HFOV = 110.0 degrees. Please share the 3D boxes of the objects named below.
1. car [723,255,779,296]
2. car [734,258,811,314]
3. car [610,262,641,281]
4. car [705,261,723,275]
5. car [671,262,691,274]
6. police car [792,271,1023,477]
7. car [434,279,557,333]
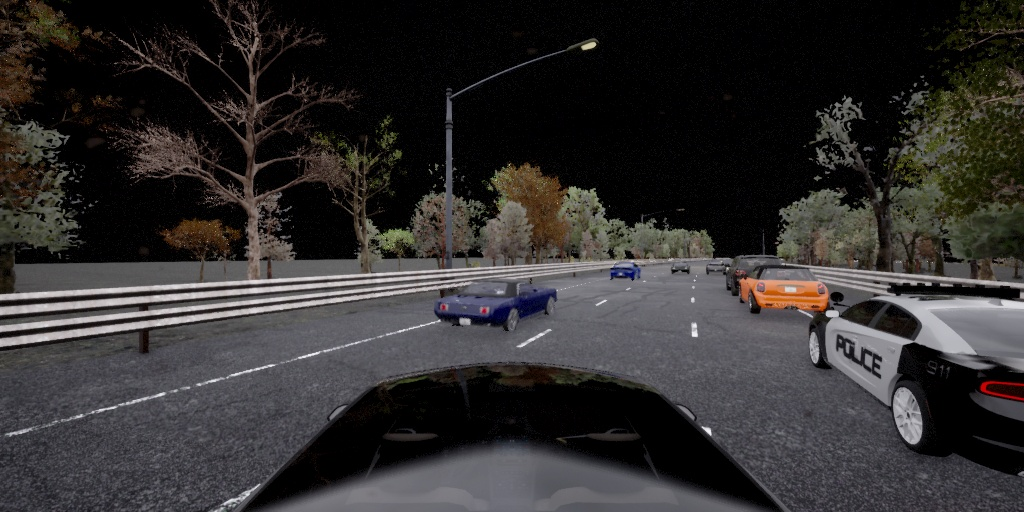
[{"bbox_3d":[12.609,0.978,18.758,2.150,2.045,5.566,0,0,27],"label":"car"},{"bbox_3d":[9.906,1.102,13.419,2.097,1.767,4.553,0,0,27],"label":"car"},{"bbox_3d":[9.695,1.236,30.361,1.882,1.535,5.008,0,0,28],"label":"car"},{"bbox_3d":[22.372,1.262,39.341,2.128,1.511,4.902,0,0,29],"label":"car"},{"bbox_3d":[19.259,1.370,40.818,1.895,1.301,4.718,0,0,28],"label":"car"},{"bbox_3d":[5.599,1.175,4.688,1.930,1.638,5.238,0,0,26],"label":"police car"},{"bbox_3d":[-0.182,1.351,10.942,1.895,1.301,4.718,0,0,26],"label":"car"}]
